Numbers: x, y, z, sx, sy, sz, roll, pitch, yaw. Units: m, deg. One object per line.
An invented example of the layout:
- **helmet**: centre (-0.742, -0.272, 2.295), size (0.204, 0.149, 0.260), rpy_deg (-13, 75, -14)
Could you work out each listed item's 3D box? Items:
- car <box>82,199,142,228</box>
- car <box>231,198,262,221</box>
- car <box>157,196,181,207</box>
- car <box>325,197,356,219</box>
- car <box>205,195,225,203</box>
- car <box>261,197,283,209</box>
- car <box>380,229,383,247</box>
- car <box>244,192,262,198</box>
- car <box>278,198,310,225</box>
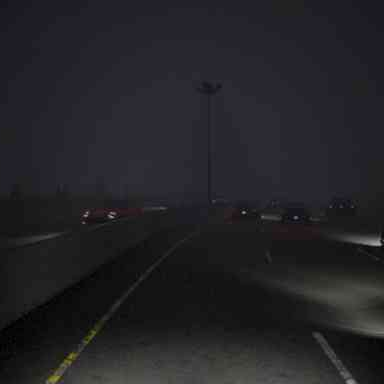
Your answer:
- **car**: centre (-4.644, 1.235, 20.010), size (2.097, 1.767, 4.553), rpy_deg (0, 0, 13)
- **car**: centre (4.260, 1.433, 25.588), size (1.994, 1.385, 4.181), rpy_deg (0, 0, 16)
- **car**: centre (-3.058, 1.328, 45.891), size (1.812, 1.442, 4.674), rpy_deg (0, 0, 25)
- **car**: centre (12.488, 1.217, 28.168), size (2.097, 1.767, 4.553), rpy_deg (0, 0, 20)
- **car**: centre (3.705, 1.303, 51.991), size (1.837, 1.490, 4.892), rpy_deg (0, 0, 26)
- **car**: centre (10.567, 1.329, 41.434), size (2.163, 1.488, 4.792), rpy_deg (0, 0, 25)
- **car**: centre (3.818, 1.342, 2.739), size (2.097, 1.767, 4.553), rpy_deg (0, 0, 2)
- **car**: centre (10.803, 1.003, 58.721), size (2.150, 2.045, 5.566), rpy_deg (0, 0, 26)
- **car**: centre (7.107, 1.408, 23.038), size (1.812, 1.442, 4.674), rpy_deg (0, 0, 15)
